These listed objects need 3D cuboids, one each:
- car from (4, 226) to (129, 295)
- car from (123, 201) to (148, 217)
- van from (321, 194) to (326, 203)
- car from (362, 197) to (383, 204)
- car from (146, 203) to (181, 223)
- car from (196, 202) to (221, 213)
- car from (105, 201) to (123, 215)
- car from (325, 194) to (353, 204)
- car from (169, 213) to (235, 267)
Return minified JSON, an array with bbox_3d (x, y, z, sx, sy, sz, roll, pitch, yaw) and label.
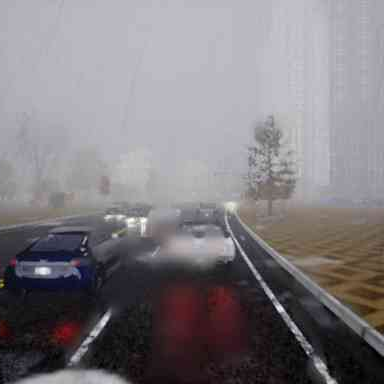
[{"bbox_3d":[-2.993,1.594,8.815,1.994,1.385,4.181,0,0,2],"label":"car"},{"bbox_3d":[-4.955,1.677,32.535,1.994,1.385,4.181,0,0,6],"label":"car"},{"bbox_3d":[28.862,1.388,68.774,3.998,1.788,1.690,0,0,12],"label":"van"},{"bbox_3d":[32.559,1.573,59.189,4.313,1.339,1.947,0,0,12],"label":"car"},{"bbox_3d":[-2.031,1.696,26.504,1.895,1.301,4.718,0,0,5],"label":"car"},{"bbox_3d":[1.349,1.595,27.921,2.128,1.511,4.902,0,0,5],"label":"car"},{"bbox_3d":[-7.840,1.671,36.564,2.033,1.411,5.357,0,0,6],"label":"car"},{"bbox_3d":[26.991,1.490,60.356,4.097,1.590,1.967,0,0,12],"label":"car"},{"bbox_3d":[0.359,1.644,11.495,1.895,1.301,4.718,0,0,2],"label":"car"}]
